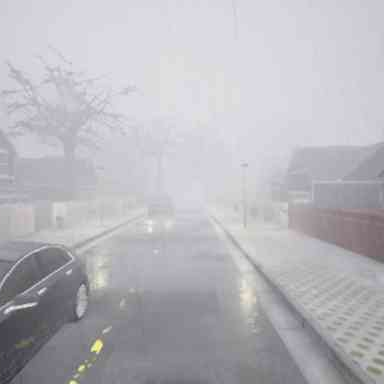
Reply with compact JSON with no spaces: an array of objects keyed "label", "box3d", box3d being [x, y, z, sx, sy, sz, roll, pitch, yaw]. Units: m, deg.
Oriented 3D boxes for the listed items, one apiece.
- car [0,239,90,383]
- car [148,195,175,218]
[{"label":"car","box3d":[-2.833,1.507,4.417,1.837,1.490,4.892,0,0,0]},{"label":"car","box3d":[-2.754,1.257,31.139,2.150,2.045,5.566,0,0,0]}]
